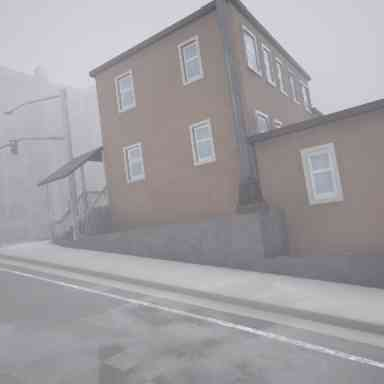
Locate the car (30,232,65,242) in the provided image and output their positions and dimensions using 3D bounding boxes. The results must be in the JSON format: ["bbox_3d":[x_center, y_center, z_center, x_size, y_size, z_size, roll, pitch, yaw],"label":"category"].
[{"bbox_3d":[-11.716,4.278,29.078,1.837,1.490,4.892,-12,-11,35],"label":"car"}]
